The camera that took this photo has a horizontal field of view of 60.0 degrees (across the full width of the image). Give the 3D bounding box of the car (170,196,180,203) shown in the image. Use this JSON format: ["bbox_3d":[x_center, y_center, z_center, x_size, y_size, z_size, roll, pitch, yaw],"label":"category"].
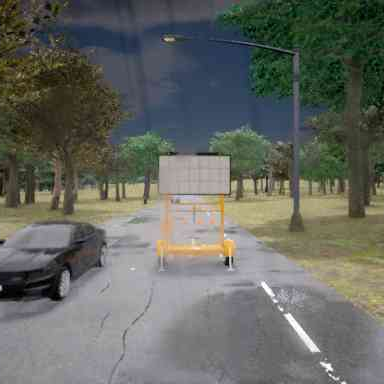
[{"bbox_3d":[-3.440,1.670,67.808,2.128,1.511,4.902,0,0,0],"label":"car"}]

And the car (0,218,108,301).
[{"bbox_3d":[-3.593,1.501,8.599,1.882,1.535,5.008,0,0,0],"label":"car"}]

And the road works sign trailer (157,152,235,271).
[{"bbox_3d":[0.076,0.500,11.019,2.380,3.560,2.880,0,0,-2],"label":"road works sign trailer"}]
